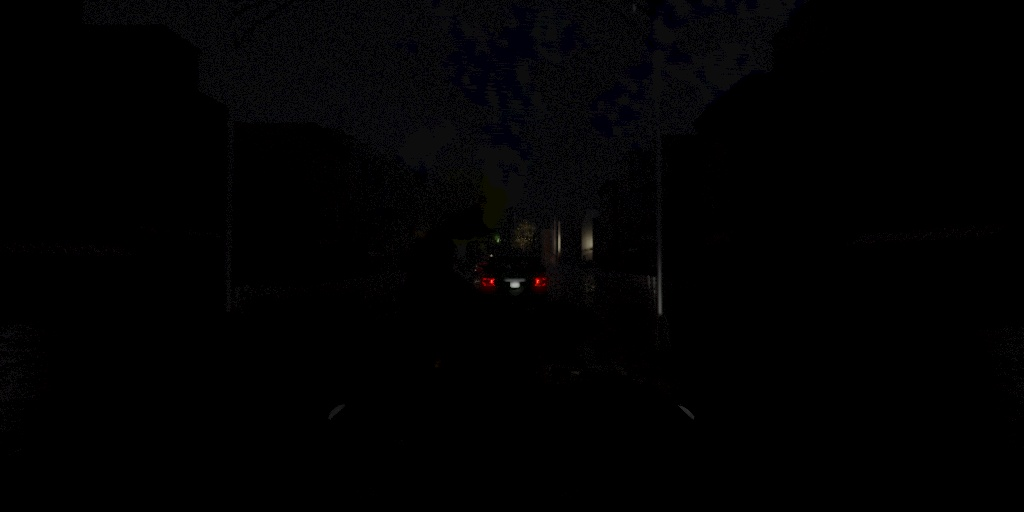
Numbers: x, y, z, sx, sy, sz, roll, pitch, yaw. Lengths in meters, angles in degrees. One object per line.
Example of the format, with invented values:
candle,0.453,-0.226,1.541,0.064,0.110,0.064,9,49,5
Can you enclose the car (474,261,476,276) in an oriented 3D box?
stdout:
car,-2.826,1.053,39.337,2.150,2.045,5.566,0,0,0

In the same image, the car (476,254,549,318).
car,0.089,0.984,13.309,2.150,2.045,5.566,0,-1,0

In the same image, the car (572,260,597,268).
car,12.405,1.414,61.367,4.313,1.339,1.948,0,0,0

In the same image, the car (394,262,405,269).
car,-20.580,1.680,61.370,4.403,1.370,2.007,0,0,0
